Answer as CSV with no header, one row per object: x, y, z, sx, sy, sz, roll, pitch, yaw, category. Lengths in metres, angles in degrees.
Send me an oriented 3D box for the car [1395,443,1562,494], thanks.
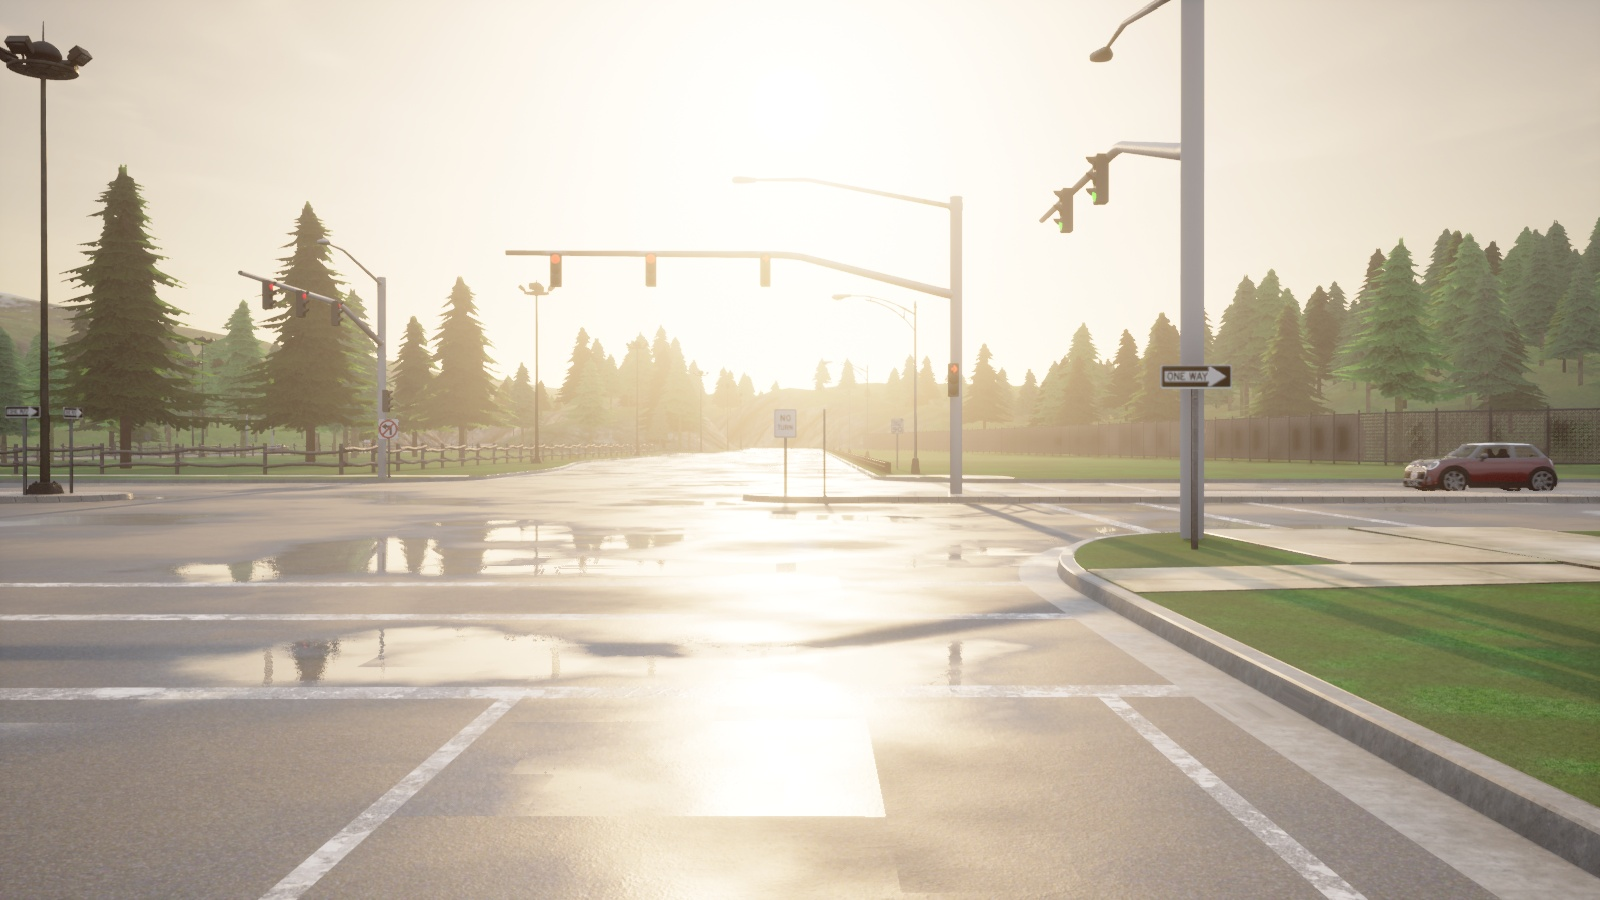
19.786,0.520,36.733,3.806,1.475,1.970,0,0,1,car
